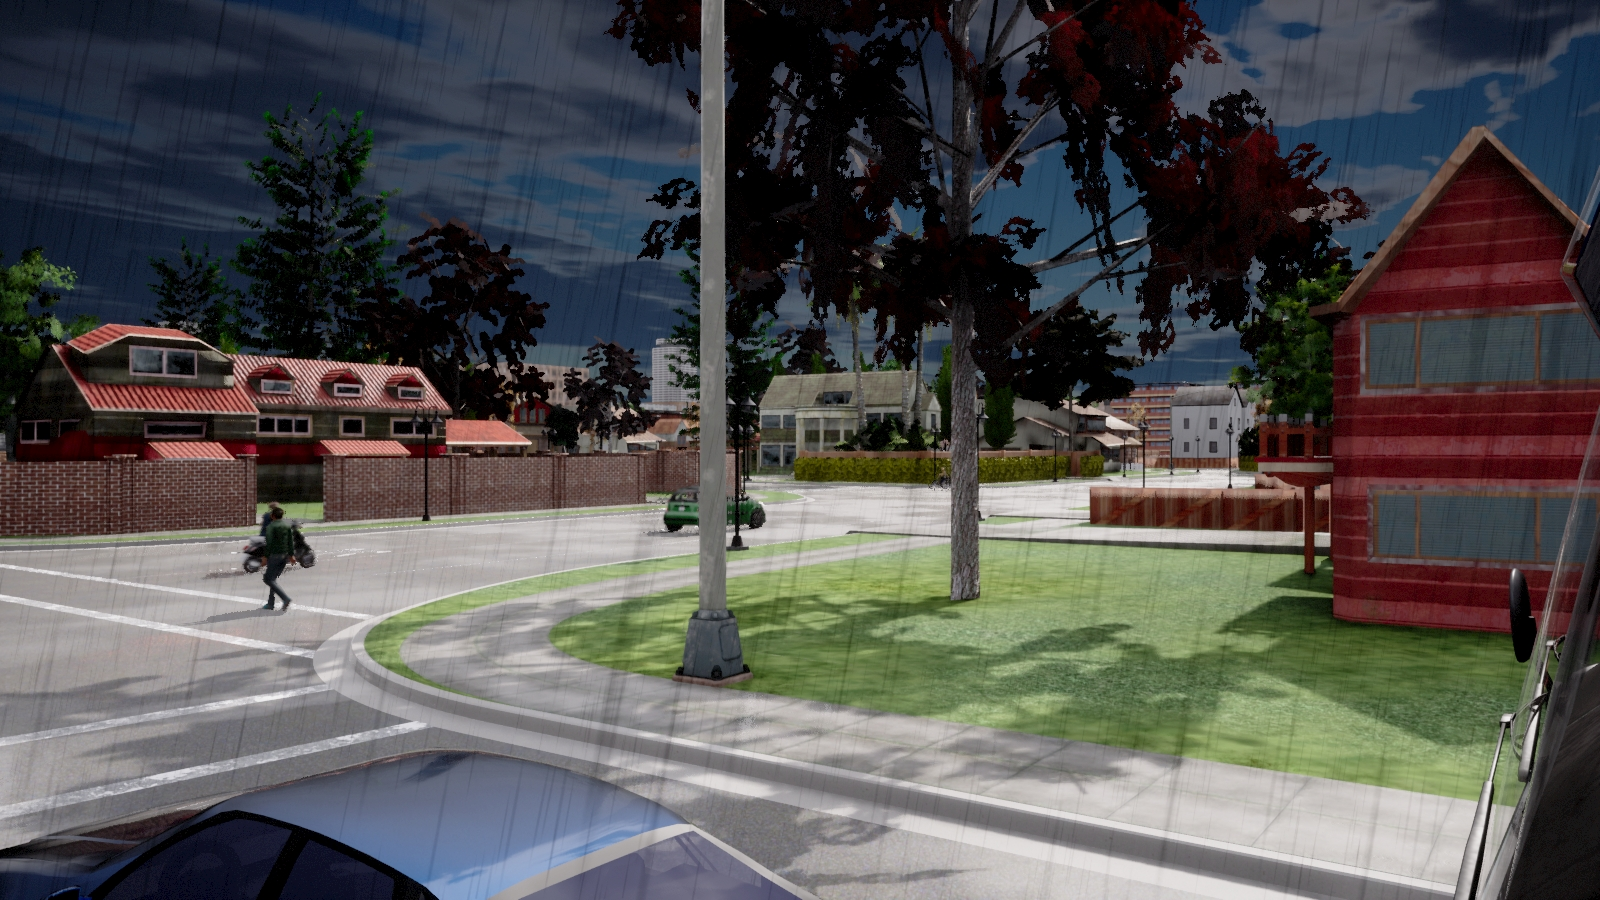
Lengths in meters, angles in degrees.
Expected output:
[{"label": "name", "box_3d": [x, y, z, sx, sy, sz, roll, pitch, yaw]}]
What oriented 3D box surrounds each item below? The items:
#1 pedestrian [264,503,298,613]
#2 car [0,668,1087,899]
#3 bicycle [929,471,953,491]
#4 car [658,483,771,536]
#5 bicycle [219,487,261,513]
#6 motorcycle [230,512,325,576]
[{"label": "pedestrian", "box_3d": [-8.942, 1.848, 19.694, 0.375, 1.860, 0.375, 0, 0, 22]}, {"label": "car", "box_3d": [-1.713, 2.106, 4.943, 5.357, 1.411, 2.033, 0, 0, 36]}, {"label": "bicycle", "box_3d": [9.302, 2.062, 75.109, 1.487, 1.301, 0.859, 0, -2, 12]}, {"label": "car", "box_3d": [-2.901, 1.999, 39.649, 1.851, 1.617, 3.988, 0, 0, 34]}, {"label": "bicycle", "box_3d": [-25.431, 2.256, 51.910, 0.859, 1.080, 1.487, 0, 0, 34]}, {"label": "motorcycle", "box_3d": [-12.036, 2.140, 26.359, 0.856, 1.341, 1.805, -1, 0, 37]}]
